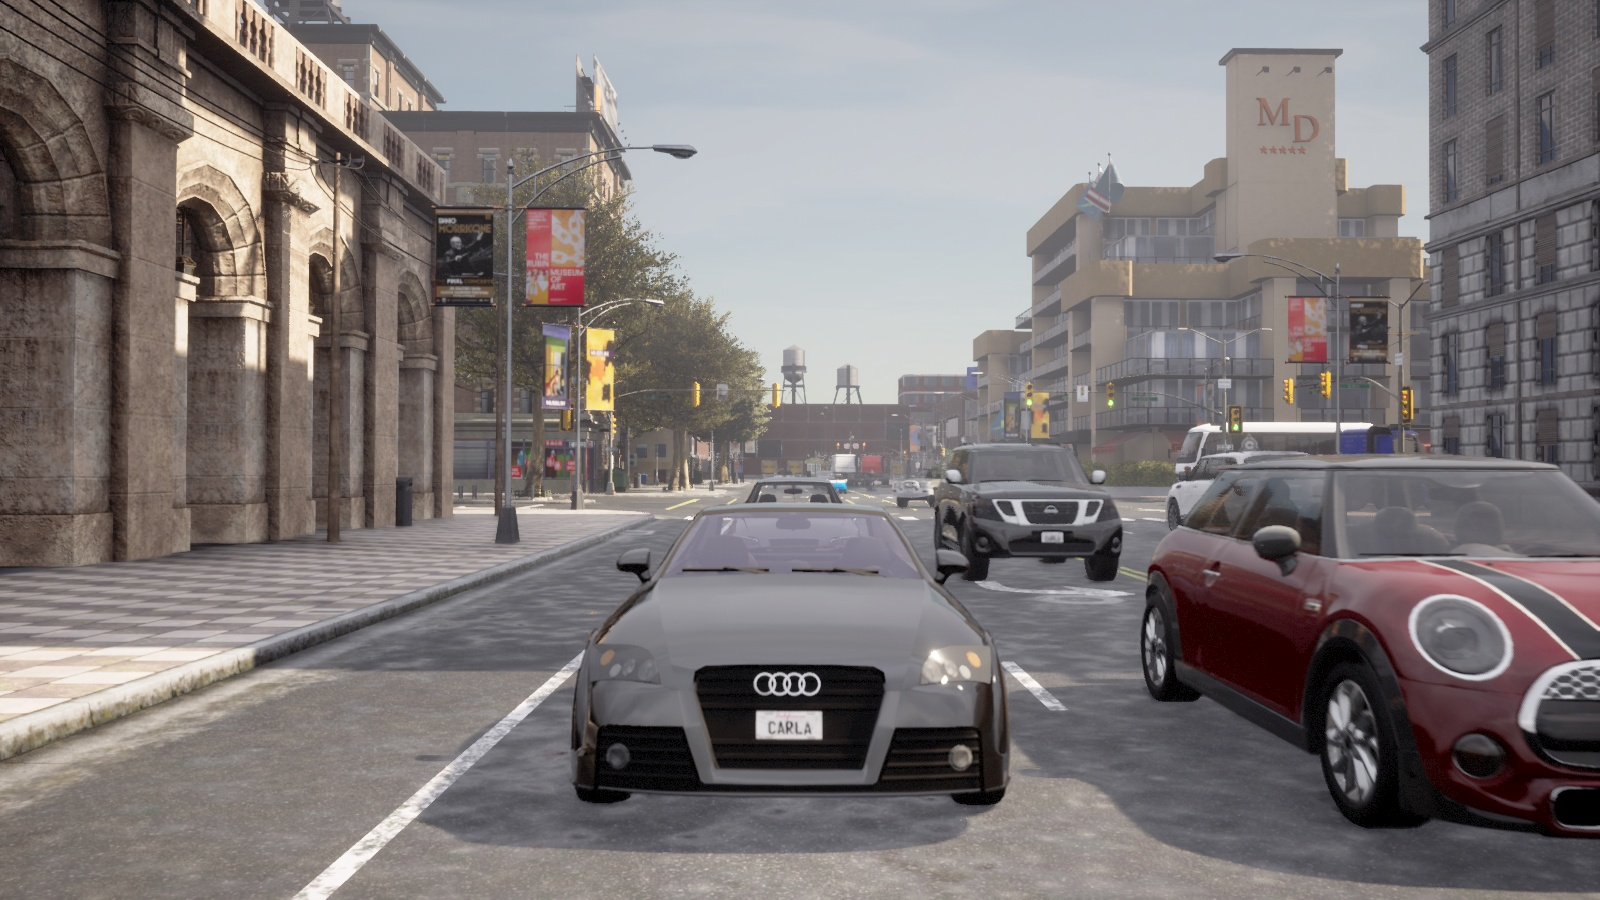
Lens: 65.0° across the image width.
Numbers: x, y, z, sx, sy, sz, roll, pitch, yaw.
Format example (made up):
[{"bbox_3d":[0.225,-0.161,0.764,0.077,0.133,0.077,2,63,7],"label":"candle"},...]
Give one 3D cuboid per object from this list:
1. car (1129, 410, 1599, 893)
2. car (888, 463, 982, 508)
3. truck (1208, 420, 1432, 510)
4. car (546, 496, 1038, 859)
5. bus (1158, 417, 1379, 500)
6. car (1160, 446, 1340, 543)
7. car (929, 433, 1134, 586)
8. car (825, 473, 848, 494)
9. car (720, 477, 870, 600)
[{"bbox_3d":[3.467,0.775,6.889,2.097,1.767,4.553,0,-1,0],"label":"car"},{"bbox_3d":[5.885,1.520,54.453,1.932,1.855,4.605,-1,-1,37],"label":"car"},{"bbox_3d":[20.877,0.597,50.624,7.936,3.462,2.891,0,-1,-7],"label":"truck"},{"bbox_3d":[-0.031,0.999,7.194,1.994,1.385,4.181,0,-1,0],"label":"car"},{"bbox_3d":[24.795,0.460,66.964,10.273,4.253,3.944,0,-1,-1],"label":"bus"},{"bbox_3d":[10.312,0.983,29.324,2.150,2.045,5.566,0,-1,-1],"label":"car"},{"bbox_3d":[3.414,0.851,19.741,2.150,2.045,5.566,0,-1,0],"label":"car"},{"bbox_3d":[2.497,2.302,86.116,1.481,1.376,2.207,0,-1,-1],"label":"car"},{"bbox_3d":[-0.075,1.120,17.372,1.816,1.474,4.193,0,-1,0],"label":"car"}]
